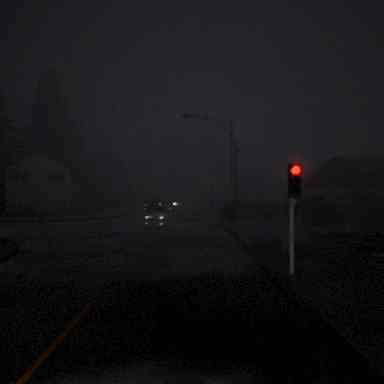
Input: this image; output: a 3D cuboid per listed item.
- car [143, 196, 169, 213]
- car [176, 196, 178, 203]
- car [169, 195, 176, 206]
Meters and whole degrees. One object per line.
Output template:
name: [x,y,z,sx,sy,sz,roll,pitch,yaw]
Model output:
car: [-4.068,1.304,36.514,2.097,1.767,4.553,0,0,0]
car: [-3.930,1.399,69.034,2.128,1.511,4.902,1,-1,0]
car: [-4.038,1.408,52.791,1.882,1.535,5.008,0,0,0]
